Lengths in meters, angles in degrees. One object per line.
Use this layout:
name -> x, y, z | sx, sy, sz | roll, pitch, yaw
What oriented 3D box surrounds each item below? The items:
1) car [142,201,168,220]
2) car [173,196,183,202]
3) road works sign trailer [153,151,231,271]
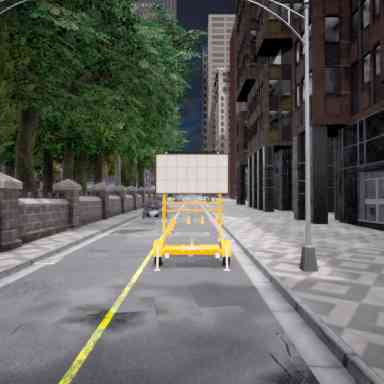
car -> -3.087, 1.527, 28.475 | 2.128, 1.511, 4.902 | 0, 0, 0
car -> -2.966, 1.647, 72.934 | 1.882, 1.535, 5.008 | 0, 0, 0
road works sign trailer -> 0.006, 0.472, 10.919 | 2.380, 3.560, 2.880 | 0, 0, 0
